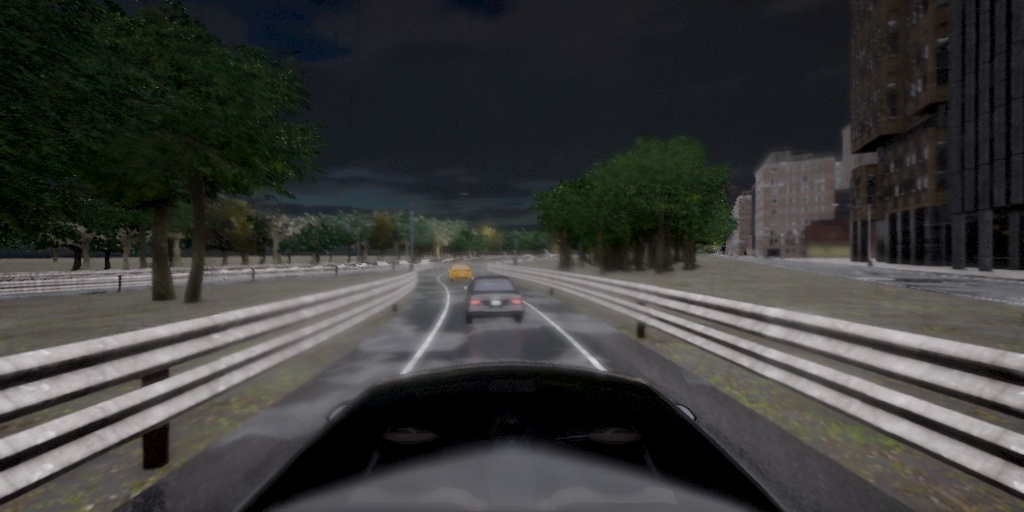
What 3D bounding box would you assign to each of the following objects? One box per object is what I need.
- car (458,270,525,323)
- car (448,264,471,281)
[{"bbox_3d":[-0.714,1.408,12.739,2.033,1.411,5.357,0,-1,-6],"label":"car"},{"bbox_3d":[-4.968,1.524,33.989,1.882,1.535,5.008,0,0,-13],"label":"car"}]
